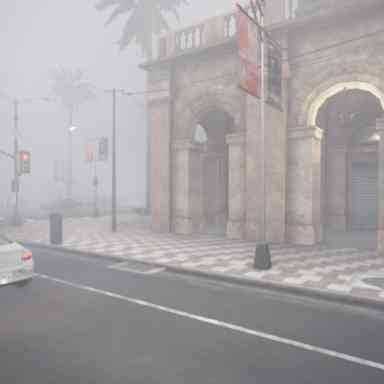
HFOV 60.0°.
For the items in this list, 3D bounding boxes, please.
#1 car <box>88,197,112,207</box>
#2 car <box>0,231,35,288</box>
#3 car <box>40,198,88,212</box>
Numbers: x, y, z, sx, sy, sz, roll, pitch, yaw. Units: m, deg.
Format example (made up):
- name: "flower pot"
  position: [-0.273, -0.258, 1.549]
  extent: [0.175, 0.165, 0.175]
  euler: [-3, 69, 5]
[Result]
- name: "car"
  position: [-13.884, 1.457, 51.057]
  extent: [2.161, 1.482, 4.786]
  euler: [0, 0, 35]
- name: "car"
  position: [-5.584, 1.513, 7.930]
  extent: [4.674, 1.442, 1.812]
  euler: [0, 0, 36]
- name: "car"
  position: [-14.918, 1.457, 38.275]
  extent: [1.837, 1.490, 4.892]
  euler: [0, 0, 36]
